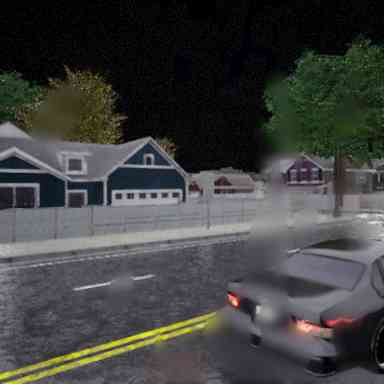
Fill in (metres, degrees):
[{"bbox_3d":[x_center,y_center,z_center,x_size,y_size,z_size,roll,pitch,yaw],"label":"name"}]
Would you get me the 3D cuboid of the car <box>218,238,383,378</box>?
[{"bbox_3d":[2.925,1.514,5.566,5.357,1.411,2.033,-1,0,-36],"label":"car"}]
